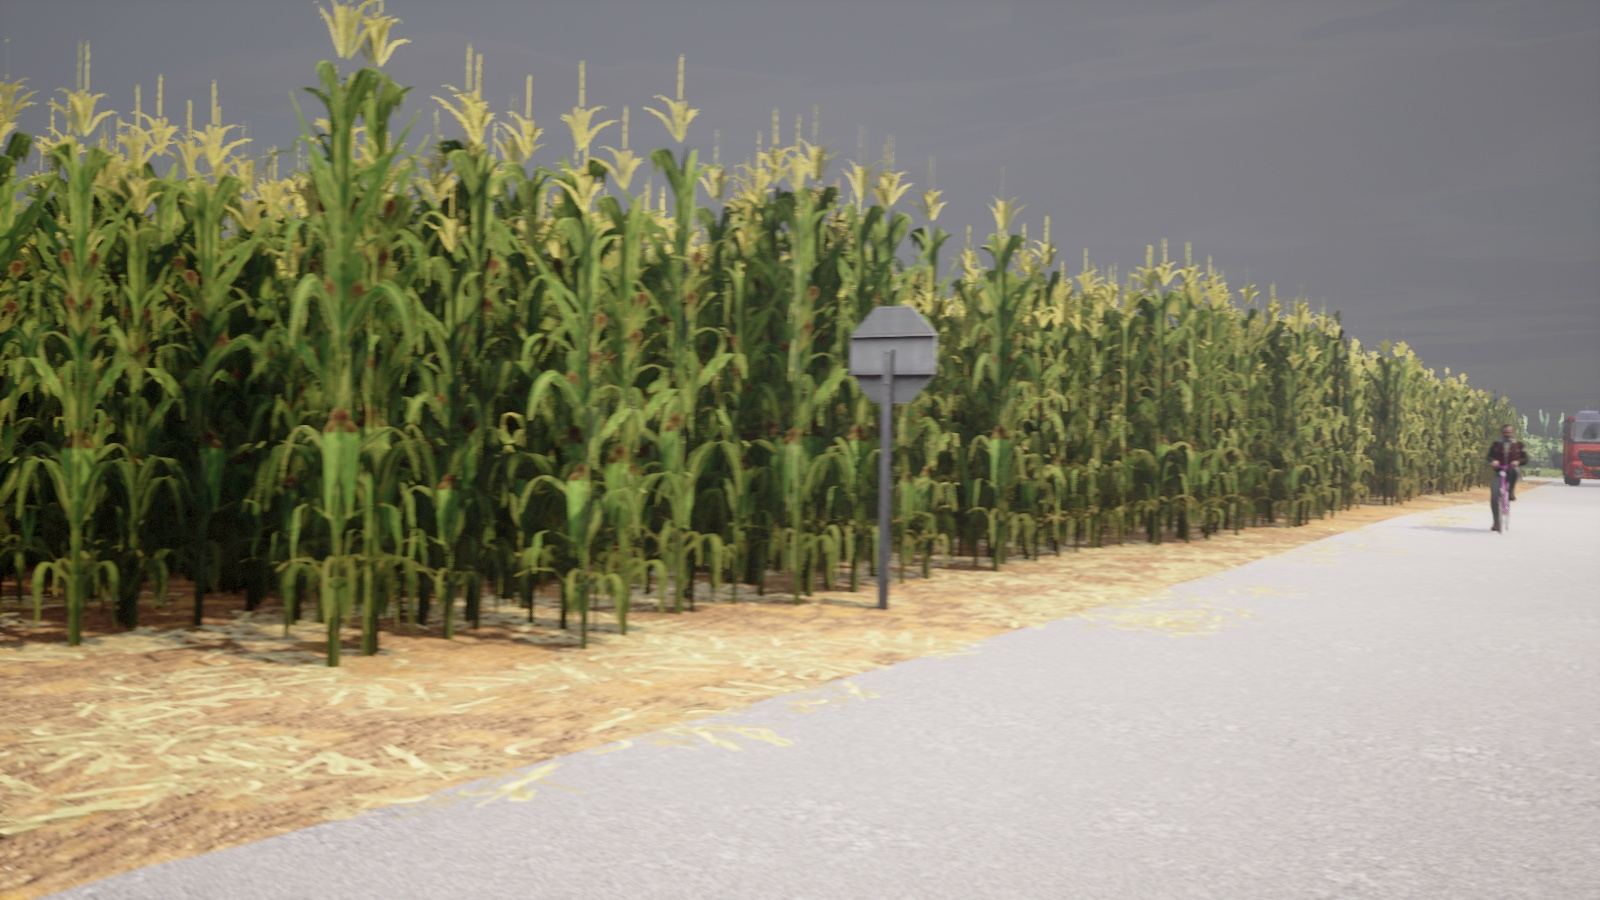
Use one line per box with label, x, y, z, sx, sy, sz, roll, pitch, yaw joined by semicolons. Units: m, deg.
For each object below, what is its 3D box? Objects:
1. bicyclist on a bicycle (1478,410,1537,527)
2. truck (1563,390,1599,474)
bicyclist on a bicycle;11.304;0.263;20.048;0.659;1.776;1.843;1;1;34
truck;38.902;-0.871;60.941;2.891;3.827;8.468;1;1;30
